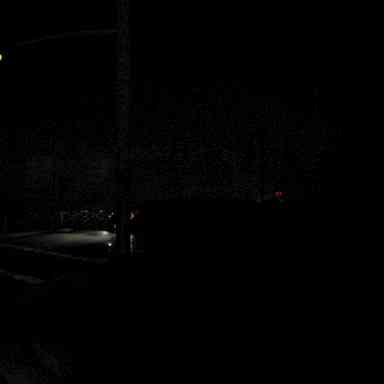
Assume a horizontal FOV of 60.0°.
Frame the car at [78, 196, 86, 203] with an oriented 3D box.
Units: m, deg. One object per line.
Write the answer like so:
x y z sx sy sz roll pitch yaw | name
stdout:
-18.453 1.077 60.329 1.905 1.878 3.866 0 0 35 | car

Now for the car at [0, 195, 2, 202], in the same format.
-41.384 1.298 67.525 2.007 1.523 4.514 0 0 35 | car

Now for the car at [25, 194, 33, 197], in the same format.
-34.322 1.232 71.163 1.970 1.475 3.806 0 0 35 | car

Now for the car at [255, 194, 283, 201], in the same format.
8.450 1.221 37.024 2.150 2.045 5.566 0 0 35 | car

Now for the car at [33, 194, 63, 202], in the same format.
-28.897 1.153 67.720 2.152 1.636 5.027 0 0 35 | car

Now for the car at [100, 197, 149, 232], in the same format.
-3.022 1.352 20.539 2.097 1.767 4.553 0 0 35 | car

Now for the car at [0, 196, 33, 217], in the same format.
-15.785 1.339 26.883 2.007 1.523 4.514 0 0 35 | car

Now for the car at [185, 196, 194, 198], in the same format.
-0.753 1.374 48.140 1.845 1.501 3.633 0 0 35 | car

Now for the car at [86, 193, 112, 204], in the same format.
-15.843 1.097 58.987 1.932 1.855 4.605 0 0 35 | car

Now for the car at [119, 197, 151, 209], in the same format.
-7.473 1.384 43.804 1.970 1.475 3.806 0 0 35 | car
